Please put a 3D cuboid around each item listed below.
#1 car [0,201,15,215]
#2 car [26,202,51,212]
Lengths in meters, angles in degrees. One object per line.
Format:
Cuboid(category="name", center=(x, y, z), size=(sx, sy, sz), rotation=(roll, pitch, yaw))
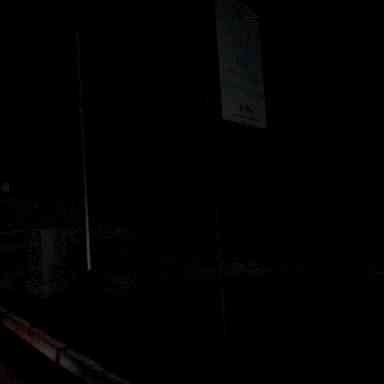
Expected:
Cuboid(category="car", center=(-23.183, 1.881, 39.828), size=(2.097, 1.767, 4.553), rotation=(-3, 0, -5))
Cuboid(category="car", center=(-23.525, 2.232, 51.208), size=(1.994, 1.385, 4.181), rotation=(-4, -1, 7))
